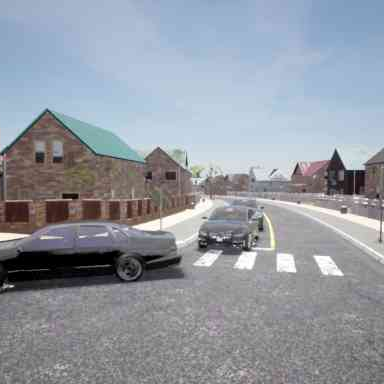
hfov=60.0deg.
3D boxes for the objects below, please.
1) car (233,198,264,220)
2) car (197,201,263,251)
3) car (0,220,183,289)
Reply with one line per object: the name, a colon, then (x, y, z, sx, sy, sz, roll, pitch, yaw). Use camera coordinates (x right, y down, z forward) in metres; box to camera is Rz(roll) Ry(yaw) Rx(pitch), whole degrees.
car: (3.049, 1.143, 19.225, 2.097, 1.767, 4.553, 1, 1, 11)
car: (1.624, 1.338, 13.500, 1.837, 1.490, 4.892, 1, 1, 17)
car: (-2.957, 1.437, 8.375, 5.357, 1.411, 2.033, -1, 1, -12)
